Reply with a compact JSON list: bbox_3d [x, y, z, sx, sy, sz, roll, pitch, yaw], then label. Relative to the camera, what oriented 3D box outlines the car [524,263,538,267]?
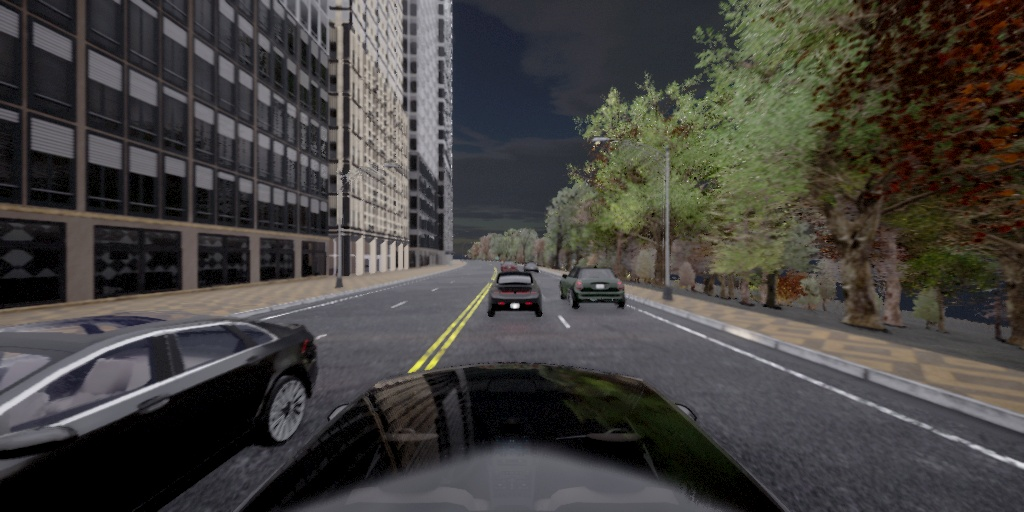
[{"bbox_3d":[2.615,1.634,51.164,1.994,1.385,4.181,0,0,-2],"label":"car"}]

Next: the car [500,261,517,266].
[{"bbox_3d":[-0.424,1.386,45.253,2.097,1.767,4.553,0,0,-2],"label":"car"}]

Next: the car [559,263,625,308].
[{"bbox_3d":[3.344,1.195,15.784,2.097,1.767,4.553,0,0,0],"label":"car"}]

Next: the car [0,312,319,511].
[{"bbox_3d":[-3.320,1.249,2.491,2.128,1.511,4.902,0,-1,0],"label":"car"}]

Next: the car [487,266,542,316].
[{"bbox_3d":[0.099,1.339,13.897,1.837,1.490,4.892,0,0,0],"label":"car"}]
